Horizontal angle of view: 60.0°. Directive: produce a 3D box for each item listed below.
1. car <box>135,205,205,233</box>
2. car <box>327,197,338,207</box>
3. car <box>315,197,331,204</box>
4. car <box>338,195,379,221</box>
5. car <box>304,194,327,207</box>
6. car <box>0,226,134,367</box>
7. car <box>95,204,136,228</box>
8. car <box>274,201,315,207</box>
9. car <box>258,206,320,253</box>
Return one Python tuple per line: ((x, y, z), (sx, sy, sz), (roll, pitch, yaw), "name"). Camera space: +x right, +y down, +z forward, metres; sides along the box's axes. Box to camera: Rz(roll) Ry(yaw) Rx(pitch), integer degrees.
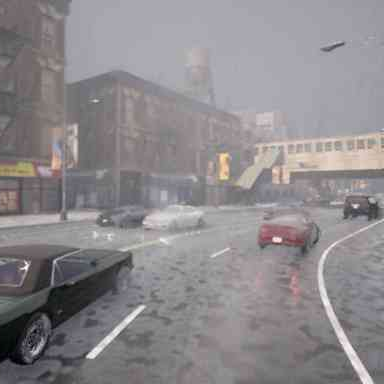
((-0.900, 1.486, 19.481), (1.812, 1.442, 4.674), (1, 0, 32), "car")
((23.596, 1.779, 53.147), (1.895, 1.301, 4.718), (1, 0, 37), "car")
((27.177, 1.788, 69.056), (1.895, 1.301, 4.718), (1, 0, 36), "car")
((14.940, 1.341, 29.321), (2.150, 2.045, 5.566), (1, 0, 36), "car")
((20.734, 1.621, 55.160), (1.882, 1.535, 5.008), (1, 0, 37), "car")
((-2.629, 1.563, 5.794), (1.895, 1.301, 4.718), (1, 0, 11), "car")
((-4.020, 1.488, 21.006), (1.994, 1.385, 4.181), (1, 0, 32), "car")
((7.076, 1.587, 24.547), (2.033, 1.411, 5.357), (1, 0, 36), "car")
((4.128, 1.550, 13.920), (1.812, 1.442, 4.674), (0, 0, 28), "car")
